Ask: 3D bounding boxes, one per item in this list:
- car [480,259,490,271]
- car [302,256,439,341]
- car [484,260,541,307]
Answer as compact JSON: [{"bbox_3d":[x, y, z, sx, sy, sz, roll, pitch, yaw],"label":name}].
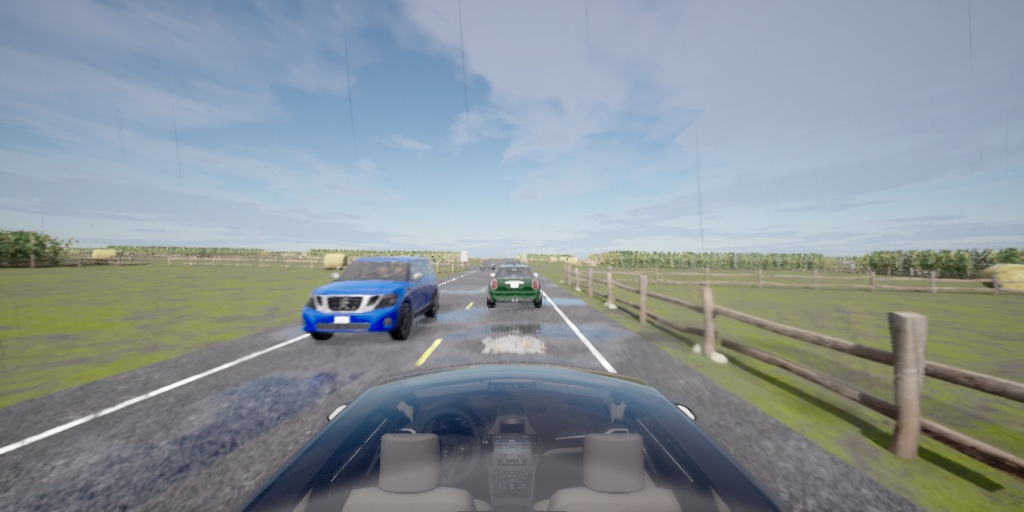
[{"bbox_3d":[-3.545,1.297,52.710,2.097,1.767,4.553,0,0,1],"label":"car"},{"bbox_3d":[-3.598,1.009,10.354,2.150,2.045,5.566,0,0,0],"label":"car"},{"bbox_3d":[0.101,1.162,15.844,2.097,1.767,4.553,0,0,0],"label":"car"}]
